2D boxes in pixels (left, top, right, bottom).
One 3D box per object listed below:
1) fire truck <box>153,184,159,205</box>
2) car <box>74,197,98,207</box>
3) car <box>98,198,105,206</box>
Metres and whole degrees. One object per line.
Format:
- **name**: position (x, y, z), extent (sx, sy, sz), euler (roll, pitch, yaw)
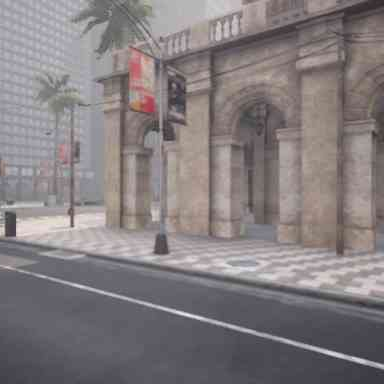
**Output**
- **fire truck**: position (-3.335, 0.333, 60.486), extent (2.891, 3.827, 8.468), euler (0, 0, 36)
- **car**: position (-16.808, 1.511, 53.210), extent (2.161, 1.482, 4.786), euler (0, 0, 35)
- **car**: position (-12.152, 1.545, 54.374), extent (2.033, 1.411, 5.357), euler (0, 0, 36)
